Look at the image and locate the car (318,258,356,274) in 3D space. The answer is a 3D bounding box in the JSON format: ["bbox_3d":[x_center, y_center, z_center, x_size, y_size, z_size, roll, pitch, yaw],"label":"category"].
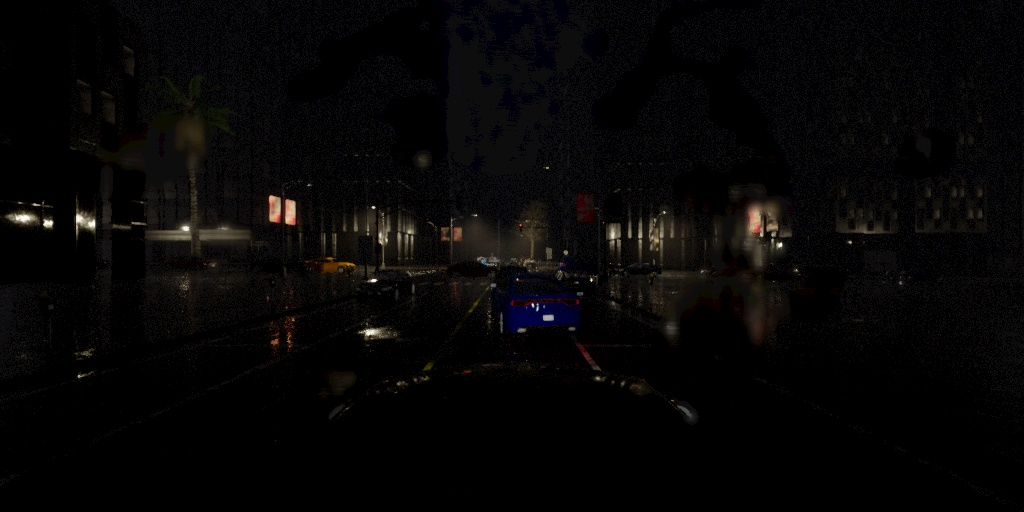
[{"bbox_3d":[-18.096,0.924,35.511,5.008,1.535,1.882,1,0,0],"label":"car"}]

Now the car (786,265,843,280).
[{"bbox_3d":[35.396,1.919,42.043,5.008,1.535,1.882,1,0,0],"label":"car"}]

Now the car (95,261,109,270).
[{"bbox_3d":[-39.581,0.670,32.330,4.718,1.301,1.895,1,0,0],"label":"car"}]

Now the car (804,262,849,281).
[{"bbox_3d":[33.073,1.613,38.801,5.566,2.045,2.150,1,0,0],"label":"car"}]

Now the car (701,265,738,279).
[{"bbox_3d":[23.150,1.694,38.839,4.902,1.511,2.128,1,0,0],"label":"car"}]

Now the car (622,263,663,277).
[{"bbox_3d":[13.731,1.518,38.851,4.902,1.511,2.128,1,0,-1],"label":"car"}]

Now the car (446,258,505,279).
[{"bbox_3d":[-3.406,1.223,32.216,5.008,1.535,1.882,0,0,0],"label":"car"}]

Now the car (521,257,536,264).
[{"bbox_3d":[2.931,1.297,58.920,2.007,1.370,4.403,0,0,0],"label":"car"}]

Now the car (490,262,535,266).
[{"bbox_3d":[0.061,1.251,17.943,1.837,1.490,4.892,0,0,0],"label":"car"}]

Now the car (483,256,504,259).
[{"bbox_3d":[-2.928,1.238,56.103,2.128,1.511,4.902,0,0,2],"label":"car"}]

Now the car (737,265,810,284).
[{"bbox_3d":[23.362,1.720,32.140,4.674,1.442,1.812,1,0,0],"label":"car"}]

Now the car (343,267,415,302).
[{"bbox_3d":[-5.768,1.297,16.737,2.007,1.370,4.403,0,0,0],"label":"car"}]

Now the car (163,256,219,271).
[{"bbox_3d":[-31.824,0.732,35.548,4.674,1.442,1.812,1,0,0],"label":"car"}]

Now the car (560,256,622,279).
[{"bbox_3d":[7.499,1.099,35.447,5.566,2.045,2.150,2,0,0],"label":"car"}]

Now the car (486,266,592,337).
[{"bbox_3d":[0.459,1.225,10.445,1.882,1.535,5.008,0,0,-8],"label":"car"}]

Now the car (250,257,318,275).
[{"bbox_3d":[-20.706,0.872,32.264,5.008,1.535,1.882,1,0,0],"label":"car"}]

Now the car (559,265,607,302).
[{"bbox_3d":[2.757,1.297,16.737,2.007,1.370,4.403,0,0,0],"label":"car"}]

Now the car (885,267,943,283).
[{"bbox_3d":[43.369,1.940,38.738,4.553,1.767,2.097,1,0,1],"label":"car"}]
